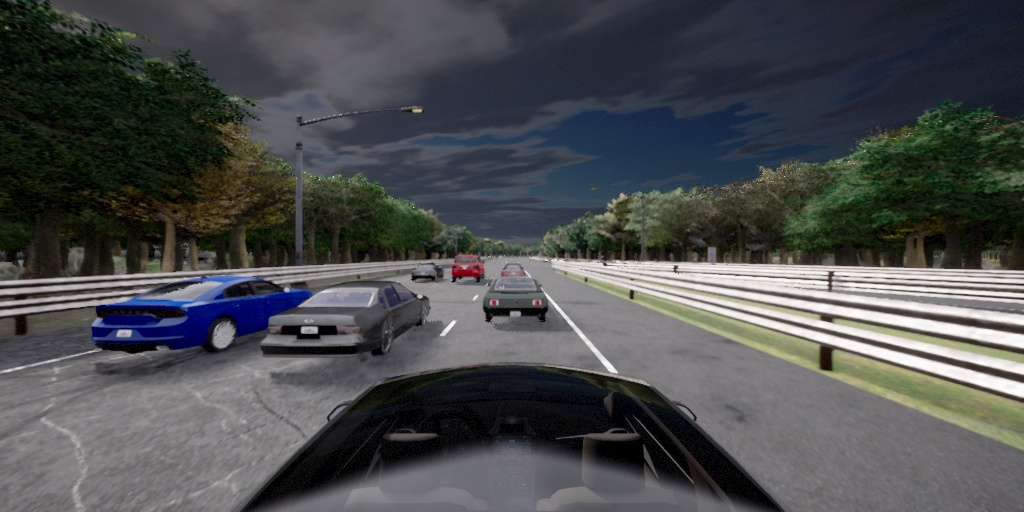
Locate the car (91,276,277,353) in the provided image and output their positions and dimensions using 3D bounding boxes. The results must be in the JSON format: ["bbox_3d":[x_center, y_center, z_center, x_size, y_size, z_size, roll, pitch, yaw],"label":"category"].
[{"bbox_3d":[-6.899,1.224,8.855,1.882,1.535,5.008,0,0,0],"label":"car"}]

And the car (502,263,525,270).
[{"bbox_3d":[0.108,1.295,29.713,1.994,1.385,4.181,0,0,0],"label":"car"}]

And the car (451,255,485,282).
[{"bbox_3d":[-3.397,0.953,28.466,2.150,2.045,5.566,0,0,0],"label":"car"}]

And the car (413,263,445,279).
[{"bbox_3d":[-6.893,1.295,29.766,1.994,1.385,4.181,0,0,0],"label":"car"}]

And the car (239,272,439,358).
[{"bbox_3d":[-3.393,1.292,8.535,2.033,1.411,5.357,0,0,0],"label":"car"}]

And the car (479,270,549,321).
[{"bbox_3d":[0.104,1.343,12.308,1.895,1.301,4.718,0,0,0],"label":"car"}]

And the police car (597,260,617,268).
[{"bbox_3d":[11.976,1.310,47.725,2.038,1.542,4.974,0,0,-13],"label":"police car"}]
